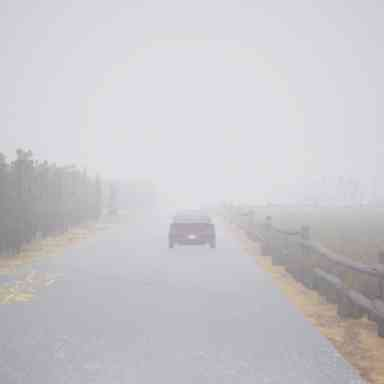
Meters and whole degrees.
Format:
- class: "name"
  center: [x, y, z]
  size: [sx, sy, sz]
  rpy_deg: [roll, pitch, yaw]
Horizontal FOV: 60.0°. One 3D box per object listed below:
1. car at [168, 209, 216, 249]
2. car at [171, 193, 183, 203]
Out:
- class: "car"
  center: [0.000, 1.484, 14.650]
  size: [1.882, 1.535, 5.008]
  rpy_deg: [0, 0, 0]
- class: "car"
  center: [-3.100, 1.193, 69.818]
  size: [2.150, 2.045, 5.566]
  rpy_deg: [0, 0, 0]
